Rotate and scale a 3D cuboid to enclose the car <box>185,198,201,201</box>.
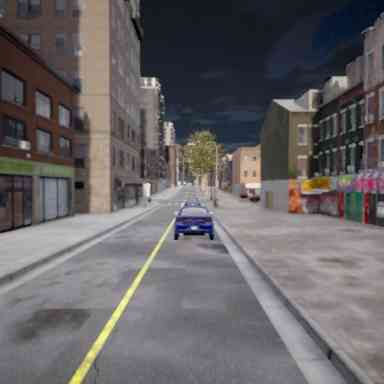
[{"bbox_3d":[0.086,1.398,39.390,1.994,1.385,4.181,0,1,0],"label":"car"}]

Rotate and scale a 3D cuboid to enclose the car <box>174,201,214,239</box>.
[{"bbox_3d":[0.092,1.444,17.303,1.882,1.535,5.008,0,0,0],"label":"car"}]

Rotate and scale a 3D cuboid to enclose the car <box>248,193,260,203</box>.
[{"bbox_3d":[12.692,0.988,59.473,5.009,1.841,2.192,1,0,0],"label":"car"}]
